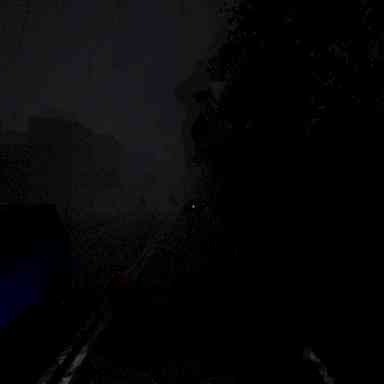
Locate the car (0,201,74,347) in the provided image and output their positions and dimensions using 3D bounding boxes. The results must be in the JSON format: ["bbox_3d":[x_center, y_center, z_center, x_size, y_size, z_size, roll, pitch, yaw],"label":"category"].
[{"bbox_3d":[-3.347,1.194,4.218,2.150,2.045,5.566,0,0,0],"label":"car"}]

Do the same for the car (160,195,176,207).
[{"bbox_3d":[-3.269,1.212,46.160,2.128,1.511,4.902,0,0,0],"label":"car"}]

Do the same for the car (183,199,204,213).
[{"bbox_3d":[0.150,1.363,34.006,1.994,1.385,4.181,0,0,0],"label":"car"}]
